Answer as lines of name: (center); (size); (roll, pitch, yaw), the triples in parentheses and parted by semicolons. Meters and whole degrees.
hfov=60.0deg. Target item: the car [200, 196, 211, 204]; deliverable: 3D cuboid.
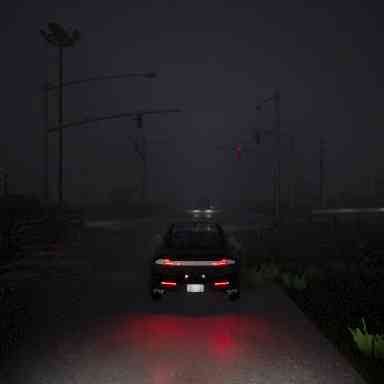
car: (2.651, 1.529, 65.914); (1.994, 1.385, 4.181); (0, 0, 4)

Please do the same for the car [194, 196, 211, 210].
car: (1.422, 1.491, 42.909); (1.812, 1.442, 4.674); (0, 0, 3)

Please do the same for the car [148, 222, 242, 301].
car: (0.079, 1.492, 8.323); (2.128, 1.511, 4.902); (0, 0, 0)

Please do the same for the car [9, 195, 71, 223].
car: (-11.721, 1.222, 24.034); (5.566, 2.045, 2.150); (0, 0, 1)

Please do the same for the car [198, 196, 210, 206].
car: (1.955, 1.443, 53.313); (1.882, 1.535, 5.008); (0, 0, 3)
